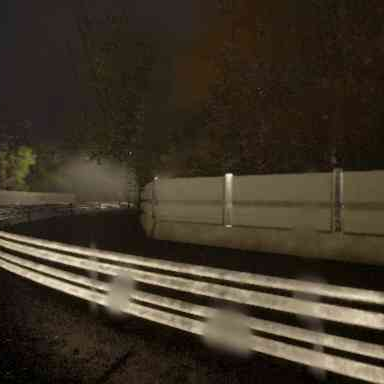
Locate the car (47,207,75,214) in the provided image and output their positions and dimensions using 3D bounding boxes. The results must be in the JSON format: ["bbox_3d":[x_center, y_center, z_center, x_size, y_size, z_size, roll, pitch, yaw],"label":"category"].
[{"bbox_3d":[-17.480,2.285,44.802,1.895,1.301,4.718,0,-1,6],"label":"car"}]

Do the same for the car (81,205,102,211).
[{"bbox_3d":[-16.475,2.484,55.105,1.895,1.301,4.718,0,-1,6],"label":"car"}]
